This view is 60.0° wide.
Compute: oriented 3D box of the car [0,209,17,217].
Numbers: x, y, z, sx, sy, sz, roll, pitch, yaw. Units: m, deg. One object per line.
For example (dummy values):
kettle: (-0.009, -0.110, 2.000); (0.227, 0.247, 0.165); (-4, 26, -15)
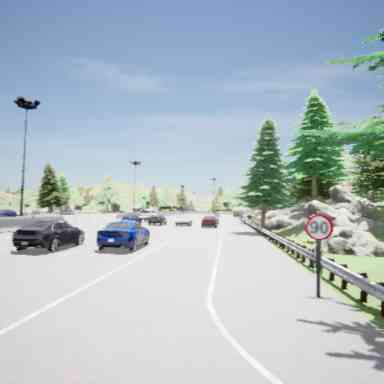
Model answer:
car: (-28.638, 3.337, 50.759); (1.812, 1.442, 4.674); (1, -3, 6)

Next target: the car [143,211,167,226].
car: (-4.624, 3.691, 44.770); (2.128, 1.511, 4.902); (1, -3, 6)

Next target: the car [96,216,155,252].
car: (-3.694, 2.352, 18.632); (1.882, 1.535, 5.008); (1, -3, 6)

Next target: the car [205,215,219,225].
car: (3.266, 4.468, 53.171); (1.895, 1.301, 4.718); (1, -3, 6)

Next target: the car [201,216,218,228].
car: (2.250, 3.776, 42.769); (1.882, 1.535, 5.008); (1, -3, 6)

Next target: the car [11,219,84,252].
car: (-7.332, 2.210, 17.451); (1.837, 1.490, 4.892); (1, -3, 6)

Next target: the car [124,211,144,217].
car: (-8.188, 3.599, 44.382); (1.812, 1.442, 4.674); (1, -3, 6)

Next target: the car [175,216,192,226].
car: (-1.075, 3.919, 45.050); (1.895, 1.301, 4.718); (1, -3, 6)

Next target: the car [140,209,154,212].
car: (-7.149, 3.845, 54.435); (2.150, 2.045, 5.566); (1, -3, 6)
